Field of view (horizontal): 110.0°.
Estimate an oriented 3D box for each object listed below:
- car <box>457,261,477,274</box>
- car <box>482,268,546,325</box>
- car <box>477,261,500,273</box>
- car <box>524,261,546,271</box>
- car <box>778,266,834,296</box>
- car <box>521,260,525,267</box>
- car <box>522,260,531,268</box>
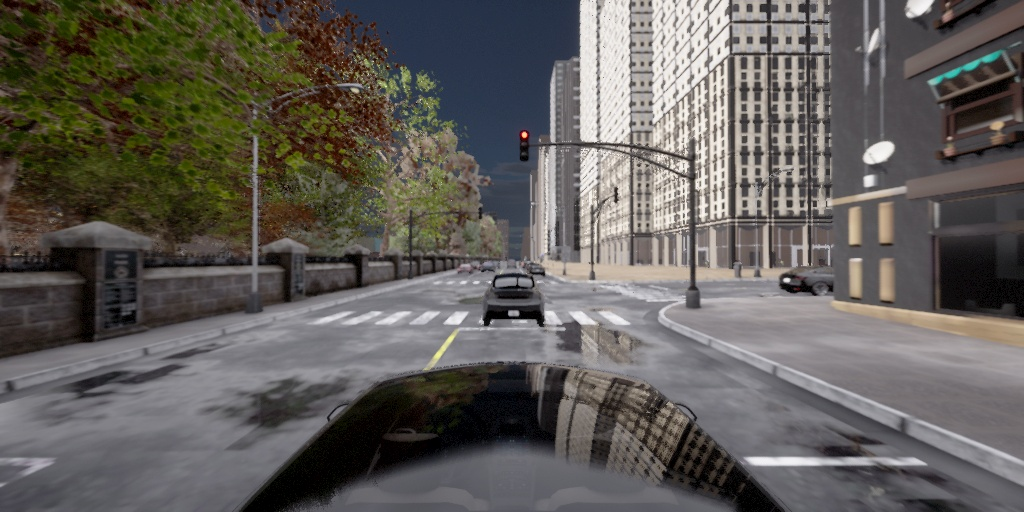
[{"bbox_3d":[-5.739,1.585,44.626,1.802,1.307,4.207,0,0,0],"label":"car"},{"bbox_3d":[0.058,1.314,12.145,1.837,1.490,4.892,0,0,0],"label":"car"},{"bbox_3d":[-3.138,1.571,48.029,2.033,1.411,5.357,0,0,0],"label":"car"},{"bbox_3d":[2.647,1.533,39.003,1.948,1.339,4.313,0,0,0],"label":"car"},{"bbox_3d":[14.668,1.106,16.436,4.313,1.339,1.948,0,0,0],"label":"car"},{"bbox_3d":[2.635,1.604,50.268,1.948,1.339,4.313,0,0,0],"label":"car"},{"bbox_3d":[2.641,1.568,44.636,1.948,1.339,4.313,0,0,0],"label":"car"}]
